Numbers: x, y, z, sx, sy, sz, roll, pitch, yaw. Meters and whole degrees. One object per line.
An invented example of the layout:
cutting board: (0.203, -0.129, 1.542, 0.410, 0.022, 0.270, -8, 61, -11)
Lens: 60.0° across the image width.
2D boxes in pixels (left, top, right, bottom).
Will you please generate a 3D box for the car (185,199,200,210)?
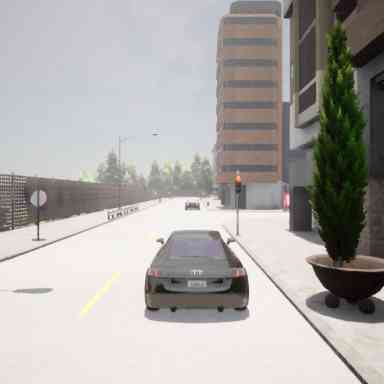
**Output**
car: (0.030, 1.600, 42.975, 1.895, 1.301, 4.718, 0, 0, -1)

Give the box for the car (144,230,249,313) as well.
car: (0.085, 1.564, 7.772, 1.994, 1.385, 4.181, 0, 0, 0)
